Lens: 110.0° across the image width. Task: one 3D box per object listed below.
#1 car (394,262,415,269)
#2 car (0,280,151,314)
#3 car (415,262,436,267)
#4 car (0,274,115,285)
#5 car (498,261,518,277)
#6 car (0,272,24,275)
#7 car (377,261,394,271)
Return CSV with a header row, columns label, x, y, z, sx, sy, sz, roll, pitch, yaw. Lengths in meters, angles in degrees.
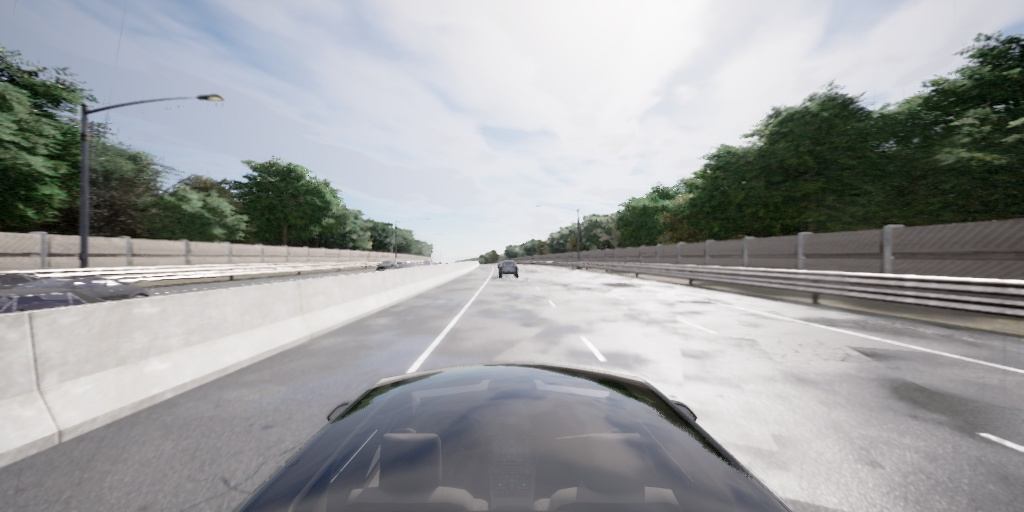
label,x,y,z,sx,sy,sz,roll,pitch,yaw
car,-15.073,1.499,51.929,1.994,1.385,4.181,0,0,-2
car,-10.610,1.375,7.309,1.895,1.301,4.718,0,0,0
car,-11.469,1.481,49.375,1.994,1.385,4.181,0,0,-2
car,-14.132,1.347,11.318,1.994,1.385,4.181,0,0,0
car,-0.376,1.267,36.408,2.033,1.649,4.856,0,-1,-2
car,-17.635,1.295,11.550,1.837,1.490,4.892,0,0,0
car,-18.639,1.452,53.719,1.837,1.490,4.892,0,0,-2
